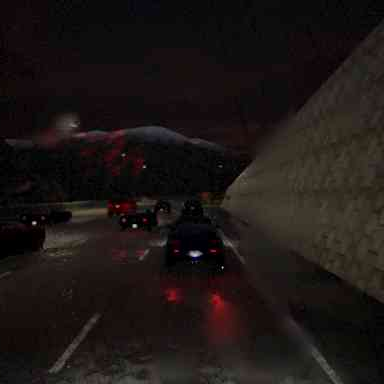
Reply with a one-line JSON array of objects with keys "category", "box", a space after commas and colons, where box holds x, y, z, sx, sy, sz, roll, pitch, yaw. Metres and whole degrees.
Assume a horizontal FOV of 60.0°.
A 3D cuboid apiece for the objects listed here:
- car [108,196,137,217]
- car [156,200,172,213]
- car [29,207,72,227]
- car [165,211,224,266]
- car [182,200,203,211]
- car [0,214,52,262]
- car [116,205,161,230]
[{"category": "car", "box": [-6.969, 1.455, 33.783, 2.150, 2.045, 5.566, 0, 0, 0]}, {"category": "car", "box": [-3.484, 1.780, 40.742, 1.837, 1.490, 4.892, 0, -1, 0]}, {"category": "car", "box": [-10.448, 1.773, 24.252, 1.895, 1.301, 4.718, 0, 0, 0]}, {"category": "car", "box": [0.079, 1.605, 11.778, 1.812, 1.442, 4.674, 0, 0, 0]}, {"category": "car", "box": [0.030, 1.580, 33.898, 2.097, 1.767, 4.553, 0, 0, 0]}, {"category": "car", "box": [-6.921, 1.686, 11.605, 1.895, 1.301, 4.718, 0, 0, 0]}, {"category": "car", "box": [-3.444, 1.754, 22.222, 1.895, 1.301, 4.718, 0, 0, 0]}]
